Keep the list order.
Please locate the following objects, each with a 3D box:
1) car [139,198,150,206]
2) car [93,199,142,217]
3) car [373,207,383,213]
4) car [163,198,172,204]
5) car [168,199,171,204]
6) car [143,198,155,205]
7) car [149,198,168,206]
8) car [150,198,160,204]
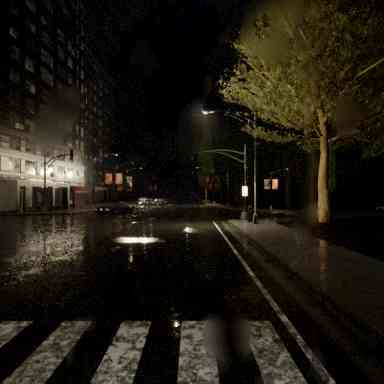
[{"bbox_3d":[-9.627,1.923,64.617,2.128,1.511,4.902,0,-1,1],"label":"car"},{"bbox_3d":[-7.442,1.677,32.818,2.033,1.411,5.357,0,0,21],"label":"car"},{"bbox_3d":[42.449,4.001,74.974,5.357,1.411,2.033,4,-3,-45],"label":"car"},{"bbox_3d":[-6.288,2.312,84.625,1.895,1.301,4.718,0,-1,0],"label":"car"},{"bbox_3d":[-6.314,2.040,74.300,1.882,1.535,5.008,0,-1,0],"label":"car"},{"bbox_3d":[-9.563,2.111,74.913,2.033,1.411,5.357,0,-1,0],"label":"car"},{"bbox_3d":[-6.378,1.976,64.351,2.033,1.411,5.357,0,-1,1],"label":"car"},{"bbox_3d":[-9.536,2.269,85.456,2.033,1.411,5.357,0,-1,0],"label":"car"}]
